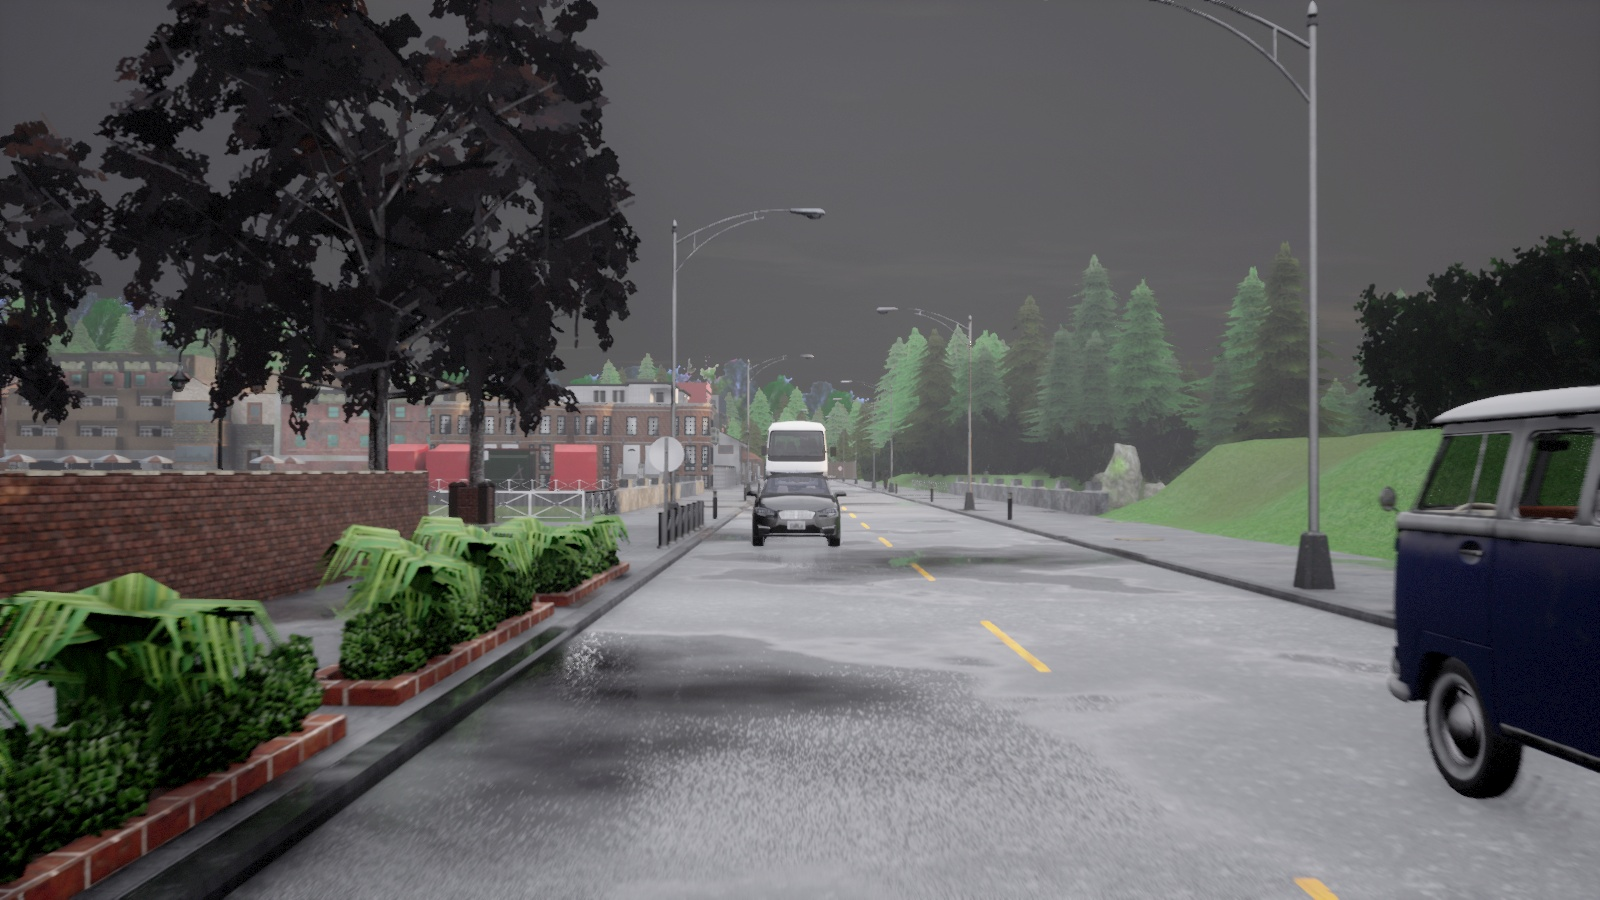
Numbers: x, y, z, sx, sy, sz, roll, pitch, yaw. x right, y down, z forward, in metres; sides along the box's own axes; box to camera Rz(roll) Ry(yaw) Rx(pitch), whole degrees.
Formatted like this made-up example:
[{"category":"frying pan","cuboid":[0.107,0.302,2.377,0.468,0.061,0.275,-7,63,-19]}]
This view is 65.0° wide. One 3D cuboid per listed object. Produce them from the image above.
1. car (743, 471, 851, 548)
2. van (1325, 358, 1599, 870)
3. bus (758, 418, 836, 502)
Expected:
[{"category":"car","cuboid":[-0.066,1.228,27.300,2.128,1.511,4.902,0,-1,0]},{"category":"van","cuboid":[3.986,0.638,5.159,1.775,1.987,4.442,0,-1,0]},{"category":"bus","cuboid":[-0.174,0.600,69.394,3.944,4.253,10.273,0,-1,0]}]
